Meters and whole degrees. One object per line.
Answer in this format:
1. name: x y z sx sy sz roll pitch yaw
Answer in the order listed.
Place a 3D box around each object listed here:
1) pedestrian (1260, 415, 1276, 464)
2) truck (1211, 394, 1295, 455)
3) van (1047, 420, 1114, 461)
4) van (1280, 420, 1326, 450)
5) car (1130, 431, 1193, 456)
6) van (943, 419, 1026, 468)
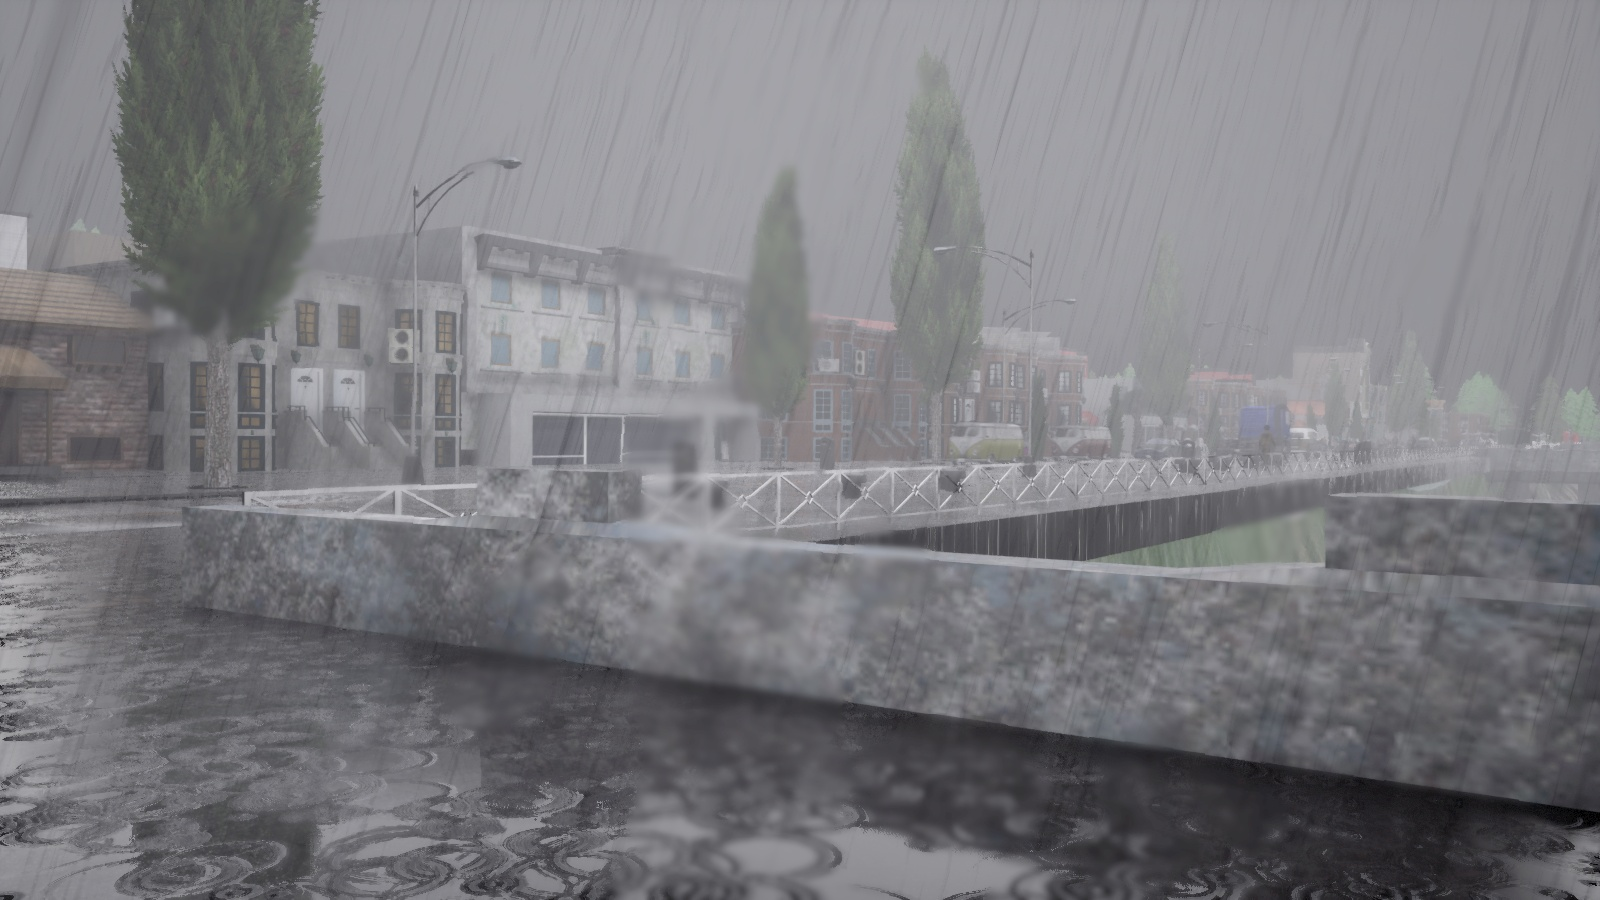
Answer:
1. pedestrian: 18.497 -0.404 49.618 0.396 1.930 0.692 0 1 37
2. truck: 27.195 -1.523 75.147 2.891 3.462 7.936 0 1 34
3. van: 13.969 -0.495 62.445 1.775 1.987 4.442 0 1 34
4. van: 34.639 -1.038 86.368 2.069 2.038 4.480 0 1 34
5. car: 21.123 -0.412 73.227 2.033 1.411 5.357 0 1 34
6. van: 7.865 -0.314 53.244 1.775 1.987 4.442 0 1 34
